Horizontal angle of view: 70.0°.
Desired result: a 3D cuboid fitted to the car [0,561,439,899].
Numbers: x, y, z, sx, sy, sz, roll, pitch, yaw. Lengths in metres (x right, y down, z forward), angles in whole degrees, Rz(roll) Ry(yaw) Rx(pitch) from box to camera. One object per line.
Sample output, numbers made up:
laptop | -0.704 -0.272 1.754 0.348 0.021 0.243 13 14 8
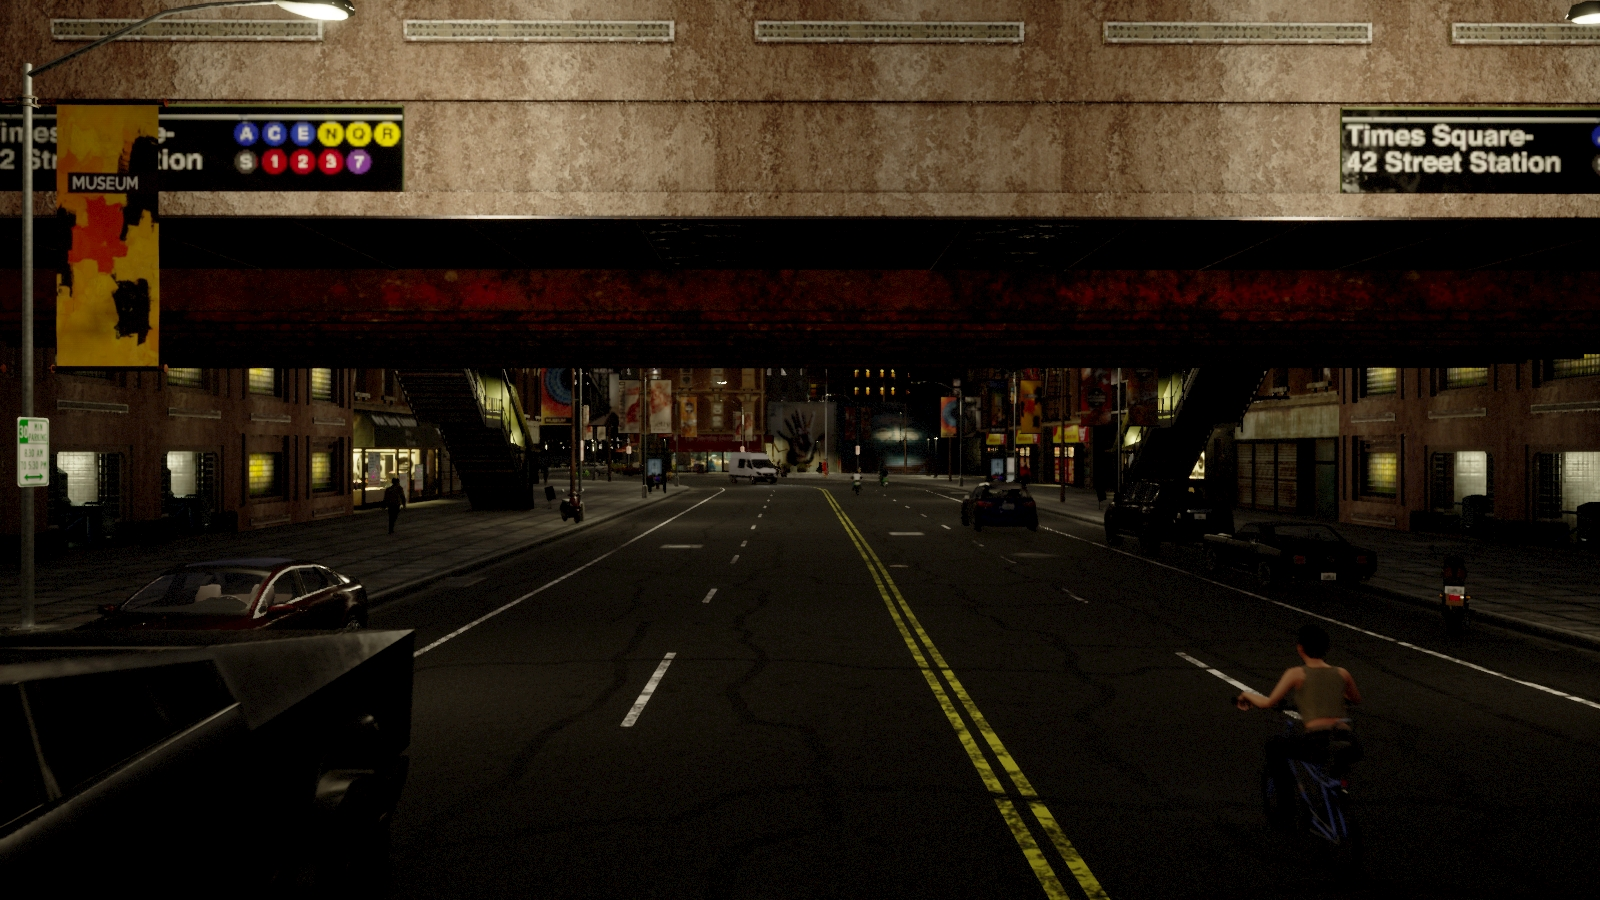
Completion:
car | -3.497 1.754 4.153 2.390 2.098 6.274 0 0 0

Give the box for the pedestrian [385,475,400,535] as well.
pedestrian | -12.627 1.696 35.419 0.375 1.860 0.375 0 0 -10

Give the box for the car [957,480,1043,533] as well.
car | 7.061 1.967 40.804 2.242 1.667 4.611 0 0 0
